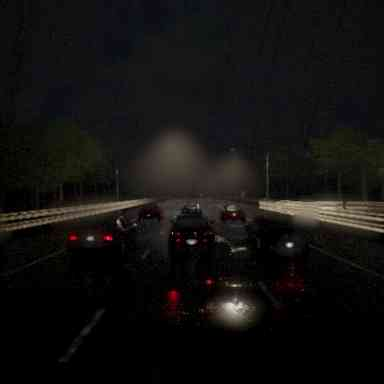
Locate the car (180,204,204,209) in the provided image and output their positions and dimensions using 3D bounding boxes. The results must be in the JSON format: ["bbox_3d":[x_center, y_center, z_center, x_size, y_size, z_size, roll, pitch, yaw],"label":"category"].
[{"bbox_3d":[-0.022,1.764,29.299,2.128,1.511,4.902,0,0,0],"label":"car"}]

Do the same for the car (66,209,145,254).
[{"bbox_3d":[-3.512,1.681,13.996,2.033,1.411,5.357,0,-1,0],"label":"car"}]

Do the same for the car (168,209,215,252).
[{"bbox_3d":[-0.008,1.663,14.390,1.812,1.442,4.674,0,0,0],"label":"car"}]

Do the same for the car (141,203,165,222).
[{"bbox_3d":[-3.520,1.751,29.470,1.882,1.535,5.008,0,0,0],"label":"car"}]

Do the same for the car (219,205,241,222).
[{"bbox_3d":[3.479,1.836,29.333,1.994,1.385,4.181,0,0,0],"label":"car"}]

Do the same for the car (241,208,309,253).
[{"bbox_3d":[3.492,1.645,14.311,1.837,1.490,4.892,0,0,0],"label":"car"}]
